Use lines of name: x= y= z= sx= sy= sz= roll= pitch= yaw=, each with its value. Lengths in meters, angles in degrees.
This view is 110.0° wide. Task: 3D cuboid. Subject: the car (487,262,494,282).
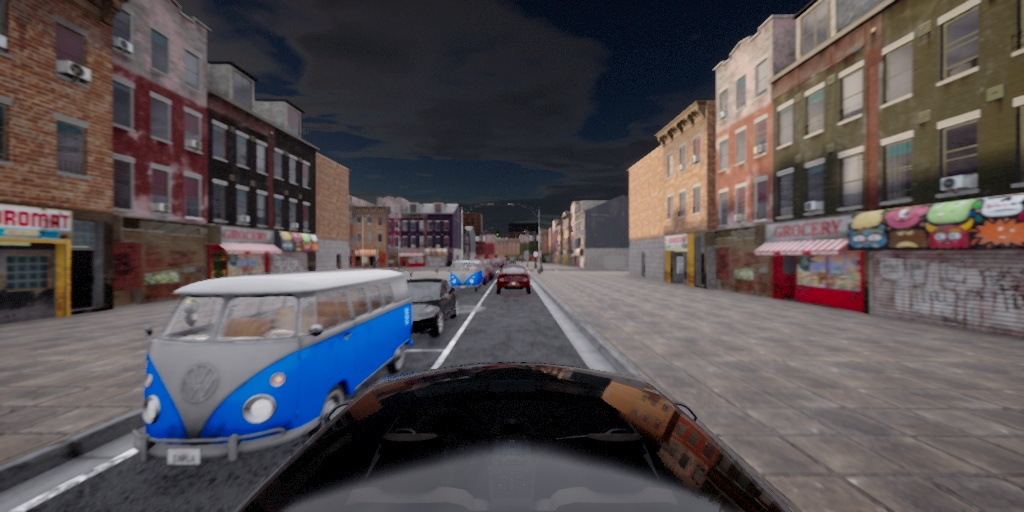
car: x=-2.640 y=1.358 z=26.720 sx=1.888 sy=1.381 sz=4.507 roll=0 pitch=0 yaw=0

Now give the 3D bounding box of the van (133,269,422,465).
van: x=-2.638 y=1.098 z=4.985 sx=1.690 sy=1.789 sz=3.998 roll=0 pitch=0 yaw=0

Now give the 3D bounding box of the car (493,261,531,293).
car: x=0.094 y=1.276 z=21.316 sx=1.882 sy=1.535 sz=5.008 roll=0 pitch=0 yaw=0

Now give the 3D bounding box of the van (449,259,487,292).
van: x=-2.640 y=1.139 z=21.286 sx=1.690 sy=1.789 sz=3.998 roll=0 pitch=0 yaw=0

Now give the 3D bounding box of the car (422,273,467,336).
car: x=-2.639 y=1.336 z=10.419 sx=1.948 sy=1.339 sz=4.313 roll=0 pitch=0 yaw=0

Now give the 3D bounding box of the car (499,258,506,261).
car: x=-2.644 y=1.250 z=63.997 sx=2.192 sy=1.841 sz=5.009 roll=0 pitch=0 yaw=0

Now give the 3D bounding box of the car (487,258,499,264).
car: x=-2.641 y=1.144 z=32.154 sx=2.192 sy=1.841 sz=5.009 roll=0 pitch=0 yaw=0
